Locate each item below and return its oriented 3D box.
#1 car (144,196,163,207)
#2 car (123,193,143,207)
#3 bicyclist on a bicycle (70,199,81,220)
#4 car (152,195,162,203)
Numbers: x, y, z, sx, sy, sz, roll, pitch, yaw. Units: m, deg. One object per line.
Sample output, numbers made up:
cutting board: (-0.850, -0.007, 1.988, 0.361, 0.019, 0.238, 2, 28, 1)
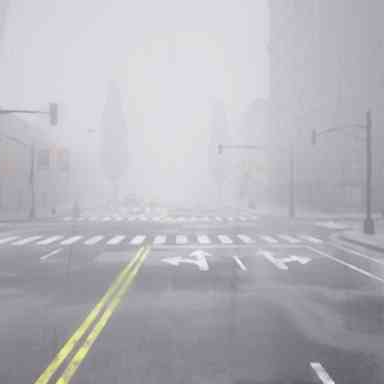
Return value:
car: (-5.717, 1.402, 49.545, 1.882, 1.535, 5.008, 0, 0, -4)
car: (-8.992, 1.149, 49.778, 2.150, 2.045, 5.566, 0, 0, -4)
bicyclist on a bicycle: (-9.297, 1.386, 26.649, 0.866, 1.612, 1.509, 0, 0, 0)
car: (-6.844, 1.433, 65.312, 1.812, 1.442, 4.674, 0, 0, -4)
